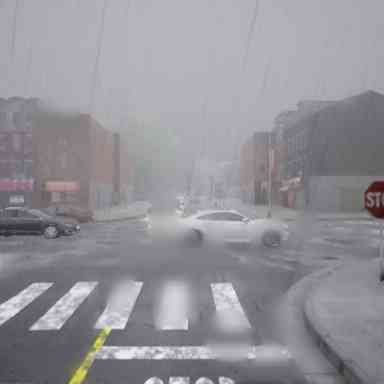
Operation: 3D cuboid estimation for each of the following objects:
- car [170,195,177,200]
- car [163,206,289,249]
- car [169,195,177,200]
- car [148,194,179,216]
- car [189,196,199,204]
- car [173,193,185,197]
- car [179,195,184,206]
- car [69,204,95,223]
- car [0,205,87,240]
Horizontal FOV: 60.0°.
[{"bbox_3d":[-5.324,1.523,94.637,1.752,1.417,4.829,1,0,0],"label":"car"},{"bbox_3d":[1.377,1.382,13.047,4.674,1.442,1.812,-1,-1,-1],"label":"car"},{"bbox_3d":[-5.283,1.546,92.663,2.008,1.369,4.403,1,0,0],"label":"car"},{"bbox_3d":[-2.872,1.350,32.286,2.097,1.767,4.553,0,0,4],"label":"car"},{"bbox_3d":[0.391,1.533,63.910,2.033,1.411,5.357,0,0,-3],"label":"car"},{"bbox_3d":[-2.541,1.209,57.439,2.150,2.045,5.566,0,0,0],"label":"car"},{"bbox_3d":[-2.566,1.485,43.695,2.128,1.511,4.902,0,0,0],"label":"car"},{"bbox_3d":[-9.251,1.629,22.880,5.008,1.535,1.882,-1,-1,0],"label":"car"},{"bbox_3d":[-7.985,1.516,16.207,4.892,1.490,1.837,0,-1,-1],"label":"car"}]
